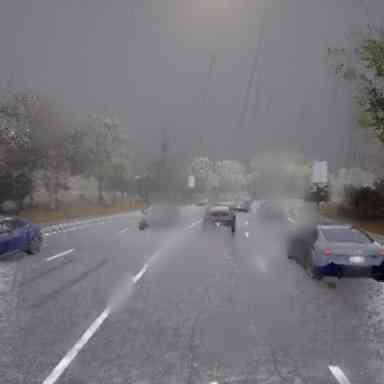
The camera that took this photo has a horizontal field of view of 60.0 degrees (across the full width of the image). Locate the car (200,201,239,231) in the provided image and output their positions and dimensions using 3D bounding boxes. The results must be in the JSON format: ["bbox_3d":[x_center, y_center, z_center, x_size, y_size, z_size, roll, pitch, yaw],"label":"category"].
[{"bbox_3d":[1.840,1.540,20.932,1.837,1.490,4.892,0,0,8],"label":"car"}]

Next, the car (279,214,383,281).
[{"bbox_3d":[4.120,1.592,9.992,1.994,1.385,4.181,0,0,4],"label":"car"}]

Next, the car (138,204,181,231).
[{"bbox_3d":[-1.920,1.525,20.758,1.837,1.490,4.892,0,0,8],"label":"car"}]

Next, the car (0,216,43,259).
[{"bbox_3d":[-6.561,1.517,10.627,1.812,1.442,4.674,0,0,4],"label":"car"}]

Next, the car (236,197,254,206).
[{"bbox_3d":[9.673,1.618,60.438,1.837,1.490,4.892,0,0,24],"label":"car"}]

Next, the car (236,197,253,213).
[{"bbox_3d":[5.736,1.639,38.865,1.994,1.385,4.181,0,0,16],"label":"car"}]

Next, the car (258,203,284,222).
[{"bbox_3d":[6.421,1.611,27.029,2.033,1.411,5.357,0,0,11],"label":"car"}]

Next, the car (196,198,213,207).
[{"bbox_3d":[2.164,1.632,51.200,1.994,1.385,4.181,0,0,20],"label":"car"}]
